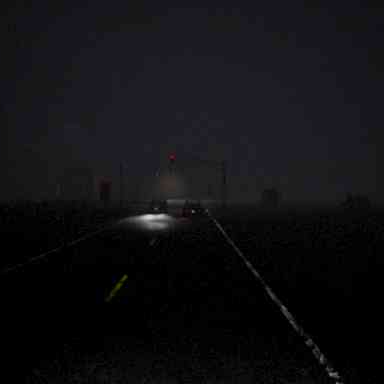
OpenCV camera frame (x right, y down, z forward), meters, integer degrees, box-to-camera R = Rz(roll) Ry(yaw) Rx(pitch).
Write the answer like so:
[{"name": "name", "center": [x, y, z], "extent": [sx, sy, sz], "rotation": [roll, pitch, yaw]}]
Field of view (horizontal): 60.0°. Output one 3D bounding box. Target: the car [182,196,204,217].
[{"name": "car", "center": [0.099, 1.449, 30.658], "extent": [2.128, 1.511, 4.902], "rotation": [0, 0, 0]}]

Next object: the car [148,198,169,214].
[{"name": "car", "center": [-3.514, 1.443, 35.179], "extent": [2.128, 1.511, 4.902], "rotation": [0, 0, 0]}]
